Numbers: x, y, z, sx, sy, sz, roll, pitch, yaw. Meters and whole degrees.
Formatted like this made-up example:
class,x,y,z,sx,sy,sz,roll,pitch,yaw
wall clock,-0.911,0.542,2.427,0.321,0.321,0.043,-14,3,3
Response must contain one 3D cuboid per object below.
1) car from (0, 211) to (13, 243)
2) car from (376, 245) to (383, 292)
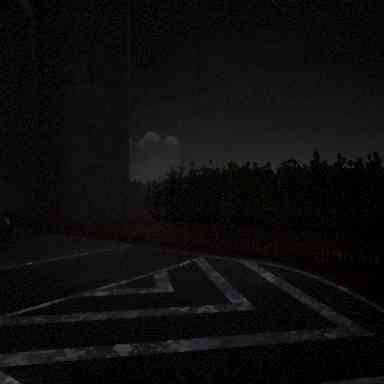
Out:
class,x,y,z,sx,sy,sz,roll,pitch,yaw
car,-9.960,1.483,14.097,1.851,1.617,3.988,0,0,35
car,5.122,1.357,6.232,1.905,1.878,3.866,0,0,4
